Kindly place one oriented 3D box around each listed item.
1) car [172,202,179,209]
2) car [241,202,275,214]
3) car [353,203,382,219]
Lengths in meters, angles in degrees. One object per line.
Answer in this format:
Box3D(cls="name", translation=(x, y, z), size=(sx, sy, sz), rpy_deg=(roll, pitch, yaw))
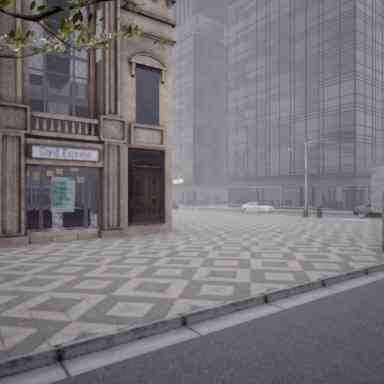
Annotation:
Box3D(cls="car", translation=(-4.172, 2.276, 57.582), size=(1.837, 1.490, 4.892), rpy_deg=(0, -1, -36))
Box3D(cls="car", translation=(7.957, 1.954, 40.714), size=(1.812, 1.442, 4.674), rpy_deg=(0, -1, -36))
Box3D(cls="car", translation=(16.542, 1.695, 28.866), size=(2.128, 1.511, 4.902), rpy_deg=(0, -1, -35))
